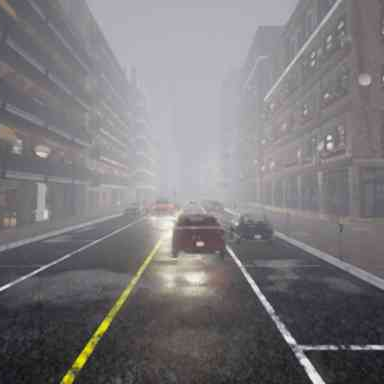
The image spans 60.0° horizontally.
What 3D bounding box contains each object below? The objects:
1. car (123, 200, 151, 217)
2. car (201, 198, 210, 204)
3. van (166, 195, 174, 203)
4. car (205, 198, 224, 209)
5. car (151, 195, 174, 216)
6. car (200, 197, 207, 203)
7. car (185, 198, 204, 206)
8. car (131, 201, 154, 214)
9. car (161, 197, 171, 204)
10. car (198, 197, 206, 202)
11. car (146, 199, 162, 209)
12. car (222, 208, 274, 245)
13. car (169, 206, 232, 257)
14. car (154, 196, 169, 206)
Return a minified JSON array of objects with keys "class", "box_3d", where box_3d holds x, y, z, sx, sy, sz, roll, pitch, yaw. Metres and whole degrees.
[{"class":"car","box_3d":[-5.636,1.713,32.812,2.008,1.369,4.403,0,0,0]},{"class":"car","box_3d":[2.807,1.936,72.249,1.802,1.307,4.206,0,0,0]},{"class":"van","box_3d":[-5.555,1.750,83.540,1.690,1.788,3.998,0,0,0]},{"class":"car","box_3d":[2.755,1.716,38.602,1.752,1.417,4.829,0,0,0]},{"class":"car","box_3d":[-3.030,1.525,35.041,2.097,1.767,4.553,0,0,0]},{"class":"car","box_3d":[2.824,1.935,83.692,1.752,1.417,4.829,0,0,0]},{"class":"car","box_3d":[0.163,1.721,39.590,1.812,1.442,4.674,0,0,0]},{"class":"car","box_3d":[-5.627,1.740,38.449,2.008,1.369,4.403,0,0,0]},{"class":"car","box_3d":[-5.573,1.878,72.096,1.752,1.417,4.829,0,0,0]},{"class":"car","box_3d":[2.842,2.030,94.793,1.947,1.339,4.313,0,0,0]},{"class":"car","box_3d":[-5.609,1.789,49.722,1.887,1.381,4.507,0,0,0]},{"class":"car","box_3d":[2.718,1.630,15.887,2.008,1.369,4.403,0,0,0]},{"class":"car","box_3d":[0.192,1.544,13.272,1.882,1.535,5.008,0,0,-2]},{"class":"car","box_3d":[-5.591,1.614,60.996,2.192,1.841,5.009,0,0,0]}]
